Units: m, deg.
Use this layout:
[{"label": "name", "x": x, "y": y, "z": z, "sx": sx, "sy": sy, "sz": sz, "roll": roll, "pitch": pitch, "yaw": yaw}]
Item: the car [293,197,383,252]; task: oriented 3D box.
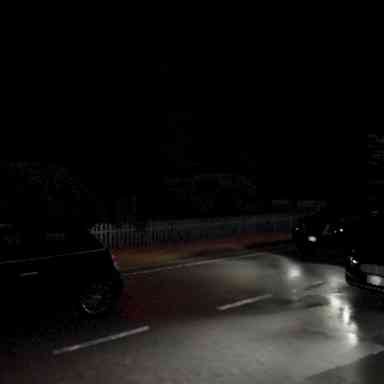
[{"label": "car", "x": 6.288, "y": 1.214, "z": 12.753, "sx": 5.566, "sy": 2.045, "sz": 2.150, "roll": 0, "pitch": 0, "yaw": -35}]

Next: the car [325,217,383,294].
[{"label": "car", "x": 5.640, "y": 1.486, "z": 7.996, "sx": 4.902, "sy": 1.511, "sz": 2.128, "roll": 0, "pitch": 0, "yaw": -35}]

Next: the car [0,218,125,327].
[{"label": "car", "x": -3.584, "y": 1.351, "z": 5.732, "sx": 4.553, "sy": 1.767, "sz": 2.097, "roll": 0, "pitch": 0, "yaw": -35}]
